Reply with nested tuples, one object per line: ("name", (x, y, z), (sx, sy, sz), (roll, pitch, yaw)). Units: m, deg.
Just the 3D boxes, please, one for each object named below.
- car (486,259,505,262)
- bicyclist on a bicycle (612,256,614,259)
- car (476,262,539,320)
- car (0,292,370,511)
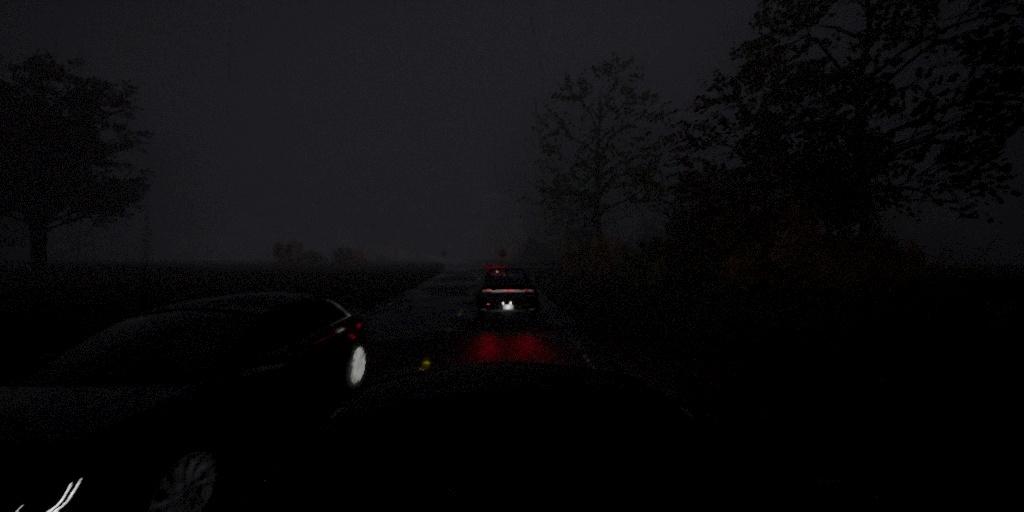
("car", (-1.349, 0.986, 28.756), (1.882, 1.535, 5.008), (0, 0, -6))
("bicyclist on a bicycle", (14.567, 0.777, 51.416), (0.582, 1.620, 1.656), (0, 0, -14))
("car", (-0.191, 1.149, 12.217), (2.128, 1.511, 4.902), (0, 1, -2))
("car", (-3.171, 1.237, 3.930), (1.837, 1.490, 4.892), (0, 1, -1))
